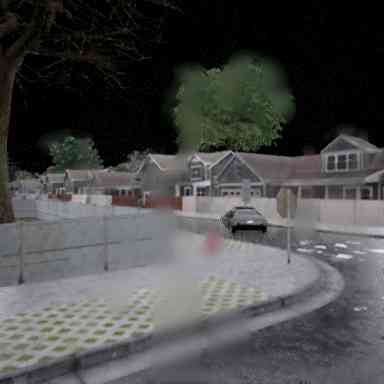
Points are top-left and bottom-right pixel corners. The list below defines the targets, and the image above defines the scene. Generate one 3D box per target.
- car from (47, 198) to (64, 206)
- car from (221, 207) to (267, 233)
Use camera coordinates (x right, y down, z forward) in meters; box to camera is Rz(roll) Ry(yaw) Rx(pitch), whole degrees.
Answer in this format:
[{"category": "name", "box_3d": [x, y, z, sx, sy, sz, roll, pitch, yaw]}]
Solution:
[{"category": "car", "box_3d": [-19.264, 1.559, 46.477, 2.033, 1.411, 5.357, 0, 0, -36]}, {"category": "car", "box_3d": [2.987, 1.559, 19.600, 1.994, 1.385, 4.181, 0, 0, -3]}]
